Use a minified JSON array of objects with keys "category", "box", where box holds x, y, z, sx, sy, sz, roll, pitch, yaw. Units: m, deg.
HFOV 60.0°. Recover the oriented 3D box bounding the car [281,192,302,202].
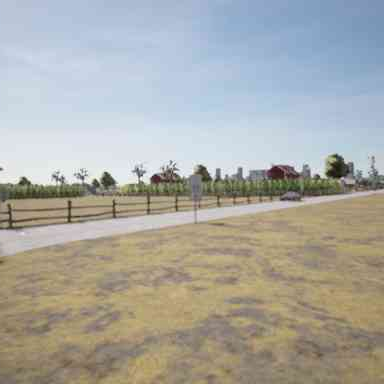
[{"category":"car","box":[14.744,0.681,49.382,1.994,1.385,4.181,0,1,36]}]
